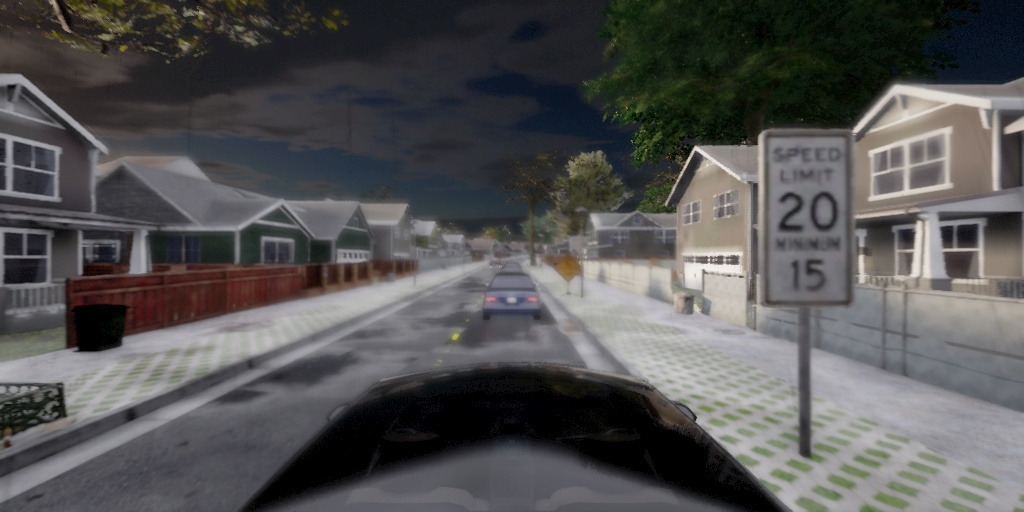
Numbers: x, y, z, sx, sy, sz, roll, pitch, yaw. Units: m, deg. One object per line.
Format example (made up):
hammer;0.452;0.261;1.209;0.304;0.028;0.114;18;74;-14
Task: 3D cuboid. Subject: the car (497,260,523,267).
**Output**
car;0.008;1.219;29.896;1.994;1.385;4.181;0;0;0

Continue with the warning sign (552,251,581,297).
warning sign;2.498;0.830;15.851;1.300;1.860;1.060;0;0;0

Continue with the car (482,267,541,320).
car;0.007;1.273;12.541;2.033;1.411;5.357;0;0;0

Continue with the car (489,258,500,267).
car;-2.734;0.989;59.159;1.812;1.442;4.674;0;0;2
